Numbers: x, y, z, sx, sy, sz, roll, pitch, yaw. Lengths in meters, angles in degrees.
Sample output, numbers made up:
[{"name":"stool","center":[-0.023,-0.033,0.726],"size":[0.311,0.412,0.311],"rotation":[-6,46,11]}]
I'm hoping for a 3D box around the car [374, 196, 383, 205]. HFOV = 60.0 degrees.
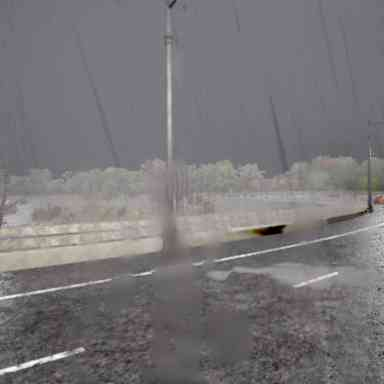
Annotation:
[{"name":"car","center":[36.863,1.513,64.457],"size":[2.097,1.767,4.553],"rotation":[-1,0,15]}]
